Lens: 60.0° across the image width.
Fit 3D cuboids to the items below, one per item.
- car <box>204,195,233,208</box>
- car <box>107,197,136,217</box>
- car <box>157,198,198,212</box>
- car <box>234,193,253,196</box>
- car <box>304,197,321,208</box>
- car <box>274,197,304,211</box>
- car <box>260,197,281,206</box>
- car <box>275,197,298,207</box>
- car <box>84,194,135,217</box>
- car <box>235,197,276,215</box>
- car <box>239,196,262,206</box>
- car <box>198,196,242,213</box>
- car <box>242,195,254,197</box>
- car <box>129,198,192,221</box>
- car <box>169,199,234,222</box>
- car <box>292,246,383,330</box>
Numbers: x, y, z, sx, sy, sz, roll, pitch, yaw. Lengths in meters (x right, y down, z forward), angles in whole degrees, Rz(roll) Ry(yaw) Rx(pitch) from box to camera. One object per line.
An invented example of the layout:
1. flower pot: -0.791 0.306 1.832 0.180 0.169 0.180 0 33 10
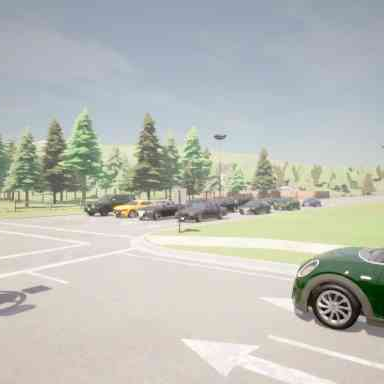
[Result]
1. car: 3.932 1.352 48.259 2.097 1.767 4.553 0 0 36
2. car: -4.893 1.478 30.324 1.882 1.535 5.008 0 0 36
3. car: -1.706 1.547 40.585 2.033 1.411 5.357 0 0 36
4. car: 6.873 1.222 46.361 2.150 2.045 5.566 0 0 36
5. car: 17.706 1.526 49.243 1.812 1.442 4.674 0 0 37
6. car: 11.794 1.352 41.227 2.097 1.767 4.553 0 0 36
7. car: 12.913 1.564 54.528 1.994 1.385 4.181 0 0 37
8. car: 14.533 1.526 50.841 1.812 1.442 4.674 0 0 37
9. car: -7.726 1.221 32.379 2.150 2.045 5.566 0 0 36
10. car: 6.564 1.526 34.090 1.812 1.442 4.674 0 0 36
11. car: 9.970 1.478 56.434 1.882 1.535 5.008 0 0 37
12. car: 3.057 1.478 35.245 1.882 1.535 5.008 0 0 36
13. car: 8.639 1.491 42.848 2.128 1.511 4.902 0 0 36
14. car: -2.504 1.491 27.666 2.128 1.511 4.902 0 0 36
15. car: 0.884 1.547 26.366 2.033 1.411 5.357 0 0 36
16. car: 4.032 1.352 5.414 4.553 1.767 2.097 0 0 35
